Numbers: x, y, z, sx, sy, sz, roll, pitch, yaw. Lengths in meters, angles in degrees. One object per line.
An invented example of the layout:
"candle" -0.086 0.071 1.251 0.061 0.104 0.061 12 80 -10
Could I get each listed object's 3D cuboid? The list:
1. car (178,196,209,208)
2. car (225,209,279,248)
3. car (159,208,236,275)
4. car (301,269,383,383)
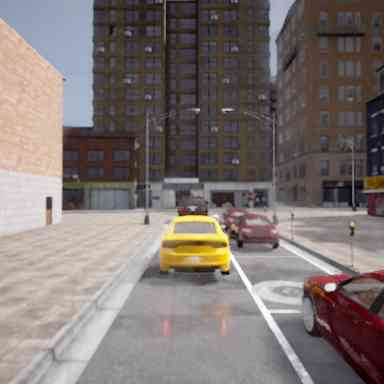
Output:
"car" 0.107 1.290 24.920 2.150 2.045 5.566 0 -1 1
"car" 2.655 1.621 14.651 1.802 1.307 4.206 1 0 0
"car" 0.081 1.504 10.645 1.882 1.535 5.008 0 0 0
"car" 2.653 1.553 3.775 1.887 1.381 4.507 1 0 0
